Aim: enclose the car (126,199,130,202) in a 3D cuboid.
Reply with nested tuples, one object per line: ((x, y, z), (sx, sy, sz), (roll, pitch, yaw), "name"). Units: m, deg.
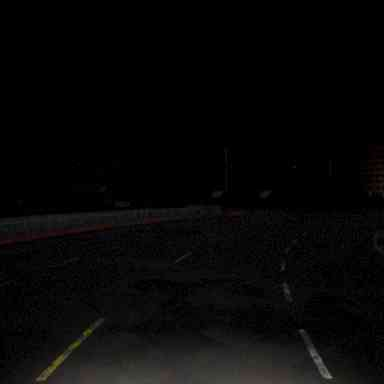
((-11.793, 2.219, 67.197), (1.837, 1.490, 4.892), (1, -1, -40), "car")
